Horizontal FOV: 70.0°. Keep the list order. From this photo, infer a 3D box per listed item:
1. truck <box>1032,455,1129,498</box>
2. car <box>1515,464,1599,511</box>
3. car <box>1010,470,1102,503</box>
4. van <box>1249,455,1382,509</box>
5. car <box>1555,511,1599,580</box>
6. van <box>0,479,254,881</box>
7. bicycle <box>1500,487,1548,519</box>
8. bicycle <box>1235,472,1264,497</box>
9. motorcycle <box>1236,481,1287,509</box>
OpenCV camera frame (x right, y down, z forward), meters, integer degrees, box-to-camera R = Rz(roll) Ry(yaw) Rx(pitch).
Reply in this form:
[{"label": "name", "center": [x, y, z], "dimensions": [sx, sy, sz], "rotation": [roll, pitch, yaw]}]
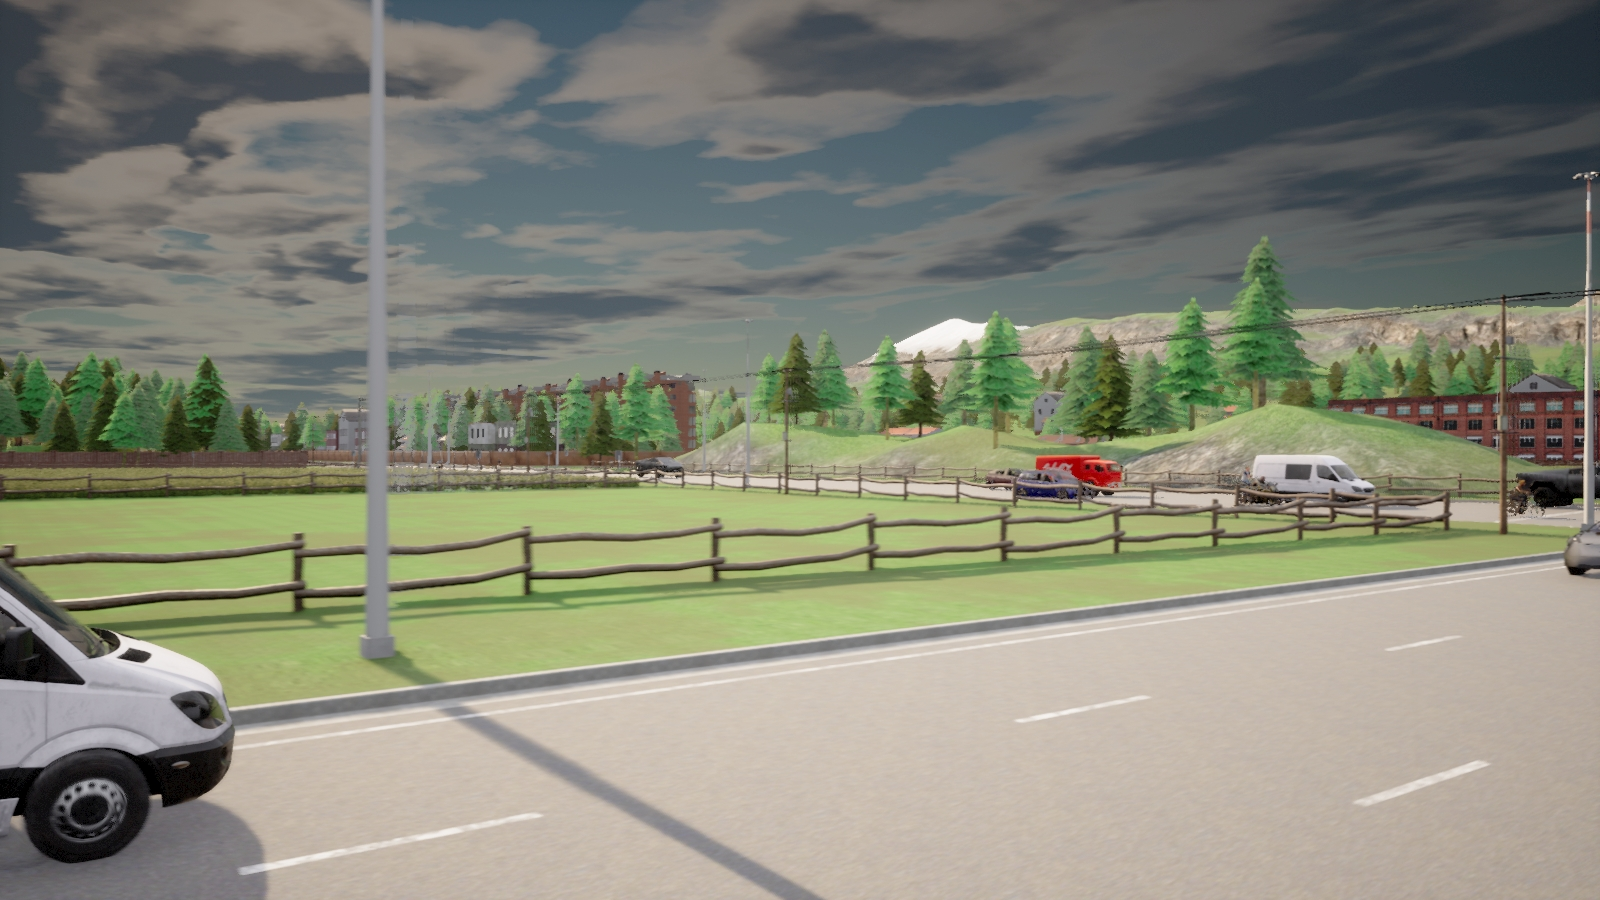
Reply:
[{"label": "truck", "center": [17.046, 1.573, 69.566], "dimensions": [2.627, 2.467, 5.204], "rotation": [0, 0, -40]}, {"label": "car", "center": [37.613, 1.754, 53.773], "dimensions": [2.390, 2.098, 6.274], "rotation": [0, 0, -37]}, {"label": "car", "center": [13.957, 1.968, 62.478], "dimensions": [2.242, 1.667, 4.611], "rotation": [0, 0, -36]}, {"label": "van", "center": [25.969, 1.535, 57.782], "dimensions": [1.988, 2.561, 5.915], "rotation": [0, 0, -36]}, {"label": "car", "center": [19.026, 2.119, 25.767], "dimensions": [4.181, 1.385, 1.994], "rotation": [0, 0, -36]}, {"label": "van", "center": [-6.973, 1.534, 7.448], "dimensions": [5.915, 2.561, 1.988], "rotation": [0, 0, -35]}, {"label": "bicycle", "center": [29.676, 2.158, 46.844], "dimensions": [0.859, 1.276, 1.487], "rotation": [2, -1, -40]}, {"label": "bicycle", "center": [26.915, 2.057, 68.451], "dimensions": [0.373, 1.496, 1.643], "rotation": [0, 0, -36]}, {"label": "motorcycle", "center": [22.727, 2.206, 56.302], "dimensions": [0.867, 1.251, 2.209], "rotation": [0, 0, -36]}]
